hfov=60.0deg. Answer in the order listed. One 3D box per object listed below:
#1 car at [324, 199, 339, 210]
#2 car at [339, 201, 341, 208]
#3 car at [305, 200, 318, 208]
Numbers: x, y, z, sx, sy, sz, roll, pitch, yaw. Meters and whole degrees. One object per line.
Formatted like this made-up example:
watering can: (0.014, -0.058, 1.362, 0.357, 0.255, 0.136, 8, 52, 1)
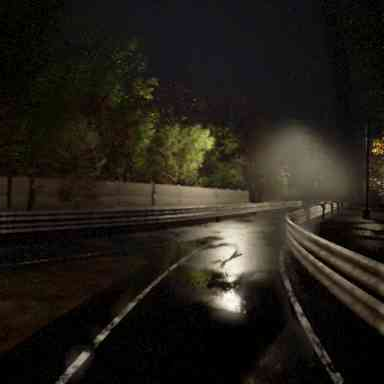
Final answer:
car: (24.867, 2.478, 59.822, 1.895, 1.301, 4.718, 1, -1, 27)
car: (29.423, 2.313, 68.619, 2.097, 1.767, 4.553, 1, -1, 27)
car: (22.323, 2.330, 61.988, 1.837, 1.490, 4.892, 1, 0, 28)
